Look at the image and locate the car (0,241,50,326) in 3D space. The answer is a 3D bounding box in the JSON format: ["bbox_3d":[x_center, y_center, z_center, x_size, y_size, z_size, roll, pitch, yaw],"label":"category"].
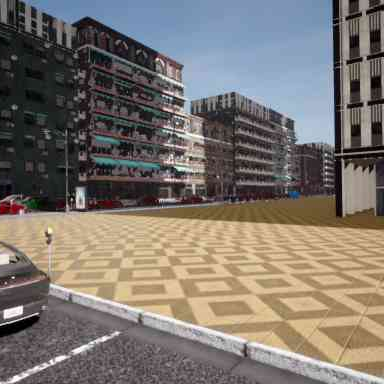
[{"bbox_3d":[-4.419,1.553,6.221,4.403,1.369,2.008,0,-1,36],"label":"car"}]

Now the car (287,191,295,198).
[{"bbox_3d":[22.925,0.931,81.616,1.802,1.307,4.206,-1,0,36],"label":"car"}]

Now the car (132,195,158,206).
[{"bbox_3d":[-7.036,1.264,50.308,1.812,1.442,4.674,-1,0,36],"label":"car"}]

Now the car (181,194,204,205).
[{"bbox_3d":[0.146,1.062,50.338,1.967,1.590,4.097,-1,0,36],"label":"car"}]

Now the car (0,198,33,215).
[{"bbox_3d":[-16.122,1.413,27.996,1.802,1.307,4.206,-1,0,36],"label":"car"}]

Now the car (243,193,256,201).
[{"bbox_3d":[9.909,1.048,63.742,1.887,1.381,4.507,-1,0,36],"label":"car"}]

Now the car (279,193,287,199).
[{"bbox_3d":[19.670,0.938,77.147,2.008,1.369,4.403,-1,0,36],"label":"car"}]

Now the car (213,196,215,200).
[{"bbox_3d":[6.388,1.028,73.144,1.967,1.590,4.097,-1,0,36],"label":"car"}]

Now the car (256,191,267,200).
[{"bbox_3d":[13.163,1.046,68.210,1.802,1.307,4.206,-1,0,36],"label":"car"}]

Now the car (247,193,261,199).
[{"bbox_3d":[16.152,1.040,86.550,1.947,1.339,4.313,-1,0,36],"label":"car"}]

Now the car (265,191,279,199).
[{"bbox_3d":[16.414,0.740,72.679,2.192,1.841,5.009,-1,0,36],"label":"car"}]

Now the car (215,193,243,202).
[{"bbox_3d":[6.655,1.093,59.274,2.008,1.369,4.403,-1,0,36],"label":"car"}]

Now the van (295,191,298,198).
[{"bbox_3d":[26.176,0.654,86.084,1.690,1.788,3.998,-1,0,36],"label":"van"}]

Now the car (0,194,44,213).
[{"bbox_3d":[-19.644,1.228,37.399,2.192,1.841,5.009,-1,0,36],"label":"car"}]

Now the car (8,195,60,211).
[{"bbox_3d":[-17.344,1.225,36.170,2.097,1.767,4.553,-1,0,36],"label":"car"}]

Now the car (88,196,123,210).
[{"bbox_3d":[-9.616,1.186,36.933,1.967,1.590,4.097,-1,0,36],"label":"car"}]

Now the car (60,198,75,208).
[{"bbox_3d":[-16.388,1.415,41.868,1.887,1.381,4.507,-1,0,36],"label":"car"}]
